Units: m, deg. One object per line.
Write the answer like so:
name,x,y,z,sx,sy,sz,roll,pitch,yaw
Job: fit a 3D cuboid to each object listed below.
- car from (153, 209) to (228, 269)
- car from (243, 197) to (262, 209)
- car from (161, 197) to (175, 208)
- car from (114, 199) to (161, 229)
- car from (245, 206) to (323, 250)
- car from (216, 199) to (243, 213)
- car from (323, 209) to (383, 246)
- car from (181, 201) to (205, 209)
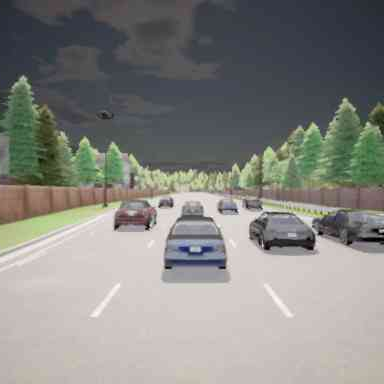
car,0.104,1.501,10.997,2.033,1.411,5.357,0,0,0
car,7.103,1.327,39.719,2.128,1.511,4.902,0,0,0
car,-3.394,1.339,44.802,1.812,1.442,4.674,0,0,0
car,-3.397,1.264,20.757,2.097,1.767,4.553,0,0,0
car,3.601,1.506,13.949,1.994,1.385,4.181,0,0,0
car,3.598,1.404,34.588,2.033,1.411,5.357,0,0,0
car,7.102,1.486,14.897,2.033,1.411,5.357,0,0,0
car,0.062,1.435,26.973,2.033,1.411,5.357,0,0,0
